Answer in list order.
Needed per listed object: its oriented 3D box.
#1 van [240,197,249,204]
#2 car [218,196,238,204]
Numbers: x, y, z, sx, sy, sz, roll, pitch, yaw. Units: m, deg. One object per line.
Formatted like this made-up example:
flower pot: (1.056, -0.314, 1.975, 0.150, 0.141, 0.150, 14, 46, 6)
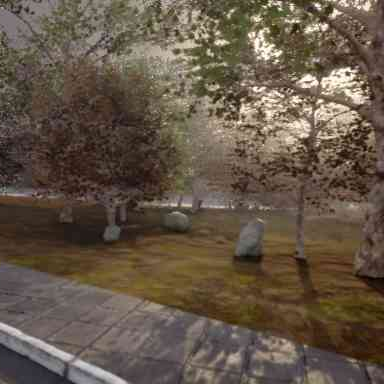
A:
van: (13.177, 2.328, 93.046, 4.442, 1.987, 1.878, 4, 1, -45)
car: (9.324, 2.047, 89.190, 5.566, 2.045, 2.435, 4, 1, -45)
